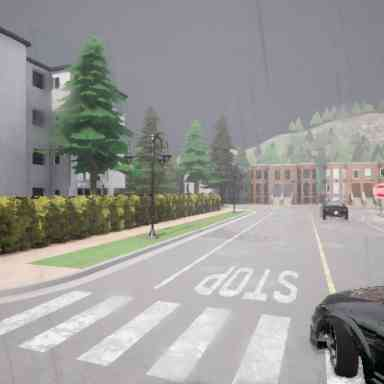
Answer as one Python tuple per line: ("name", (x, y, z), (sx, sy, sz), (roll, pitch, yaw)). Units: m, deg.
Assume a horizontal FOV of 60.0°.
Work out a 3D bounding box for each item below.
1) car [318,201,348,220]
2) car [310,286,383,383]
("car", (11.976, 1.480, 28.399), (1.882, 1.535, 5.008), (1, 0, 16))
("car", (3.105, 1.569, 3.179), (1.994, 1.385, 4.181), (-1, 0, -19))
